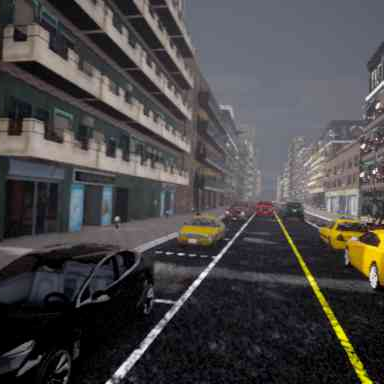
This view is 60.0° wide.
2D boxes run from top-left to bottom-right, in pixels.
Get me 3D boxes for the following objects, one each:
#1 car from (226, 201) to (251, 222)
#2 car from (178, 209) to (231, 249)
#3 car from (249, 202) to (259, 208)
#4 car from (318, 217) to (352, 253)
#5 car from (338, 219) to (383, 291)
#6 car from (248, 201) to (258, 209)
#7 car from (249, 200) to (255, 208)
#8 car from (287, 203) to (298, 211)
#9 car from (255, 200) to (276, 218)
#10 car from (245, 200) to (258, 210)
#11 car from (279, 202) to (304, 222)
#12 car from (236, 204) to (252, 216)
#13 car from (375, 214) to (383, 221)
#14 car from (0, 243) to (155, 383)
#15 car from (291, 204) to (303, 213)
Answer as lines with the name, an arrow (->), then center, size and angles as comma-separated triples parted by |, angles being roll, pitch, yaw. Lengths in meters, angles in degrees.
car -> 4.348, 1.970, 32.469 | 1.967, 1.590, 4.097 | 3, -1, 13
car -> 0.573, 1.712, 15.813 | 1.752, 1.417, 4.829 | 3, -1, 13
car -> 14.300, 2.974, 76.437 | 1.887, 1.381, 4.507 | 3, -1, 13
car -> 7.274, 1.960, 15.904 | 1.801, 1.575, 5.366 | 3, -1, 12
car -> 5.977, 1.860, 9.860 | 1.882, 1.535, 5.008 | 3, -1, 13
car -> 13.060, 2.757, 70.941 | 1.967, 1.590, 4.097 | 3, -1, 13
car -> 5.600, 1.958, 37.967 | 2.192, 1.841, 5.009 | 3, -1, 13
car -> 22.462, 3.340, 74.577 | 1.887, 1.381, 4.507 | 3, -1, 13
car -> 9.019, 2.055, 40.890 | 2.150, 2.045, 5.566 | 3, -1, 13
car -> 11.822, 2.520, 65.447 | 2.192, 1.841, 5.009 | 3, -1, 13
car -> 11.279, 2.122, 37.223 | 2.150, 2.045, 5.566 | 3, -1, 13
car -> 6.830, 2.337, 43.460 | 1.802, 1.307, 4.206 | 3, -1, 13
car -> 8.786, 1.872, 14.122 | 2.192, 1.841, 5.009 | 3, -1, 13
car -> -1.880, 1.528, 4.986 | 1.947, 1.339, 4.313 | 3, -1, 13
car -> 20.012, 3.101, 63.751 | 1.752, 1.417, 4.829 | 3, -1, 13
